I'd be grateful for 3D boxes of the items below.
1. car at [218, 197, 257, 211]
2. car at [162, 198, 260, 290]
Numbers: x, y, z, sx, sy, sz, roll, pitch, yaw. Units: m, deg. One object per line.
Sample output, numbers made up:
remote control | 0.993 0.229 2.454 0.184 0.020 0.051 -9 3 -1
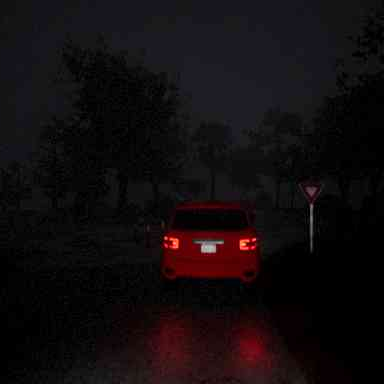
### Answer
car | 5.437 1.438 40.509 1.882 1.535 5.008 1 -1 -35
car | 0.629 1.212 9.250 2.150 2.045 5.566 0 0 6
